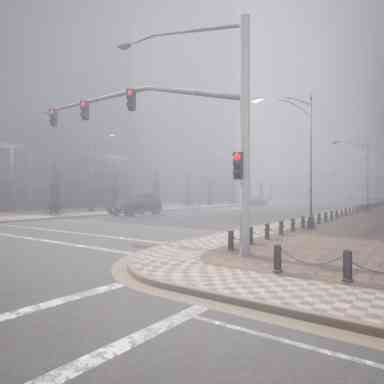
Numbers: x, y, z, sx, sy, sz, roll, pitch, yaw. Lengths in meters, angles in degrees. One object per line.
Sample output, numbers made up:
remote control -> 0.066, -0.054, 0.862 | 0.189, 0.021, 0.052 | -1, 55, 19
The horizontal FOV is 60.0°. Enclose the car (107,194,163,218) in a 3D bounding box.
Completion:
car -> -5.055, 1.165, 30.349 | 2.150, 2.045, 5.566 | 0, 0, 36

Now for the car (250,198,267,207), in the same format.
car -> 9.705, 1.545, 50.687 | 1.895, 1.301, 4.718 | 0, 0, 36
